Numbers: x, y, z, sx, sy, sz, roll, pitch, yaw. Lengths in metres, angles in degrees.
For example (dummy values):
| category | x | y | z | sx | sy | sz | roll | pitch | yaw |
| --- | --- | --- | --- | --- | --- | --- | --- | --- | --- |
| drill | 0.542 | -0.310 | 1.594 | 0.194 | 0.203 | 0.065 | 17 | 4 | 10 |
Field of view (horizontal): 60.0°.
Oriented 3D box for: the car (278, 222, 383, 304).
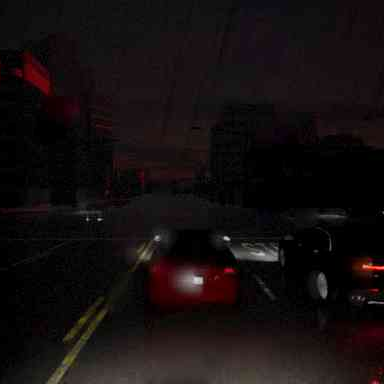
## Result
| category | x | y | z | sx | sy | sz | roll | pitch | yaw |
| --- | --- | --- | --- | --- | --- | --- | --- | --- | --- |
| car | 3.519 | 1.505 | 8.103 | 1.837 | 1.490 | 4.892 | 0 | 0 | -1 |

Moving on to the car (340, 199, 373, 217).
| category | x | y | z | sx | sy | sz | roll | pitch | yaw |
| --- | --- | --- | --- | --- | --- | --- | --- | --- | --- |
| car | 15.700 | 1.317 | 28.738 | 5.357 | 1.411 | 2.033 | -1 | 0 | -4 |

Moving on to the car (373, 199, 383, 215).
| category | x | y | z | sx | sy | sz | roll | pitch | yaw |
| --- | --- | --- | --- | --- | --- | --- | --- | --- | --- |
| car | 16.885 | 1.257 | 25.278 | 4.892 | 1.490 | 1.837 | -1 | 0 | -5 |

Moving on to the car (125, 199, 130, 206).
| category | x | y | z | sx | sy | sz | roll | pitch | yaw |
| --- | --- | --- | --- | --- | --- | --- | --- | --- | --- |
| car | -13.464 | 2.134 | 65.870 | 1.994 | 1.385 | 4.181 | 0 | -1 | -3 |

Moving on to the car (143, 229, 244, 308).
| category | x | y | z | sx | sy | sz | roll | pitch | yaw |
| --- | --- | --- | --- | --- | --- | --- | --- | --- | --- |
| car | 0.007 | 1.565 | 7.991 | 1.994 | 1.385 | 4.181 | 0 | 0 | -1 |

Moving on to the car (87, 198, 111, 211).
| category | x | y | z | sx | sy | sz | roll | pitch | yaw |
| --- | --- | --- | --- | --- | --- | --- | --- | --- | --- |
| car | -12.186 | 1.719 | 42.997 | 1.895 | 1.301 | 4.718 | 0 | -1 | -3 |

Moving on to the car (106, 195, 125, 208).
| category | x | y | z | sx | sy | sz | roll | pitch | yaw |
| --- | --- | --- | --- | --- | --- | --- | --- | --- | --- |
| car | -12.816 | 1.517 | 53.743 | 2.150 | 2.045 | 5.566 | 0 | -1 | -3 |
